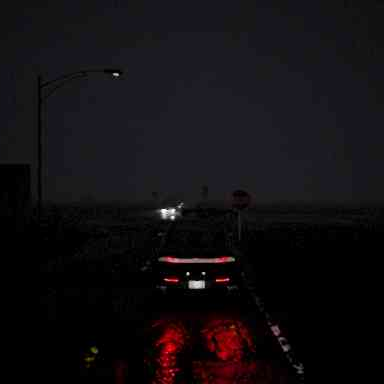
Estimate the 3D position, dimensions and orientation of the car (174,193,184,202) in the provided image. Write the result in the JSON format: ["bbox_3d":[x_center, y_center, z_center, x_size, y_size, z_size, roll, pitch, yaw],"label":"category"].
[{"bbox_3d":[-3.016,1.239,77.842,2.150,2.045,5.566,0,0,0],"label":"car"}]

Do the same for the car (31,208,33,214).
[{"bbox_3d":[-15.886,1.181,26.777,5.566,2.045,2.150,0,1,0],"label":"car"}]

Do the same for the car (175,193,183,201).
[{"bbox_3d":[-2.972,1.476,57.017,1.882,1.535,5.008,0,0,0],"label":"car"}]

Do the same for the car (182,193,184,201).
[{"bbox_3d":[-2.979,1.530,67.170,1.812,1.442,4.674,0,0,0],"label":"car"}]

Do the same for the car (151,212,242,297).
[{"bbox_3d":[0.089,1.487,8.536,2.128,1.511,4.902,0,0,0],"label":"car"}]

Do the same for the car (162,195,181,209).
[{"bbox_3d":[-3.023,1.487,46.042,2.128,1.511,4.902,0,0,1],"label":"car"}]

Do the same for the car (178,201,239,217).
[{"bbox_3d":[1.448,1.596,26.785,4.718,1.301,1.895,0,0,0],"label":"car"}]
